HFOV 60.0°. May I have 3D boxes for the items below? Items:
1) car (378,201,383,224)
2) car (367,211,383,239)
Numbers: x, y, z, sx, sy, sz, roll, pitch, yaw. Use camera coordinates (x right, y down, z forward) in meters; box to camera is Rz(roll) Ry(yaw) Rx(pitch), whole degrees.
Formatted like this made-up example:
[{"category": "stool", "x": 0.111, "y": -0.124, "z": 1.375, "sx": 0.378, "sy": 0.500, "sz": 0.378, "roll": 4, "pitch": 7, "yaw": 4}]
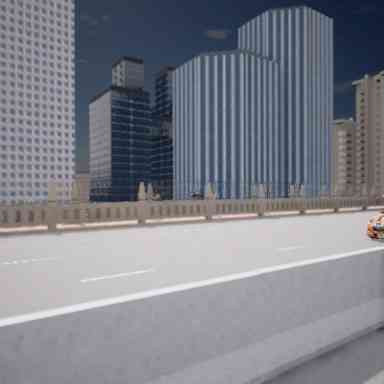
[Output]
[{"category": "car", "x": 15.239, "y": 1.403, "z": 23.437, "sx": 4.892, "sy": 1.490, "sz": 1.837, "roll": 0, "pitch": 0, "yaw": -35}, {"category": "car", "x": 10.154, "y": 1.284, "z": 15.525, "sx": 4.553, "sy": 1.767, "sz": 2.097, "roll": 0, "pitch": 0, "yaw": -35}]
